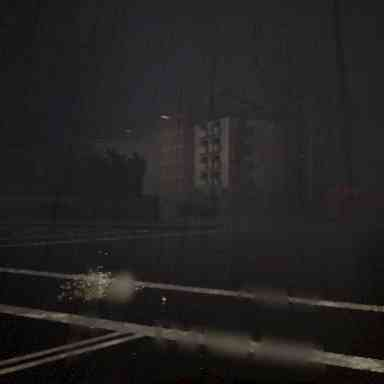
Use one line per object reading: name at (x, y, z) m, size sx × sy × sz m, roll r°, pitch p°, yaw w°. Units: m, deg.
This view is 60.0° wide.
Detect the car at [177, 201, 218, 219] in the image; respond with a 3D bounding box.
car at (0.451, 1.654, 31.431) m, size 1.882 × 1.535 × 5.008 m, roll 1°, pitch 0°, yaw -35°
